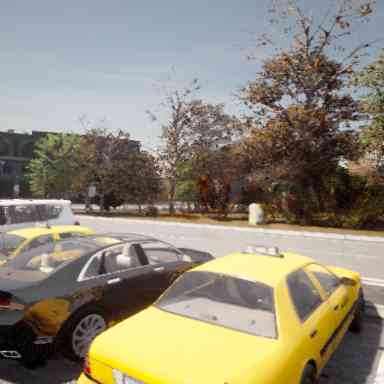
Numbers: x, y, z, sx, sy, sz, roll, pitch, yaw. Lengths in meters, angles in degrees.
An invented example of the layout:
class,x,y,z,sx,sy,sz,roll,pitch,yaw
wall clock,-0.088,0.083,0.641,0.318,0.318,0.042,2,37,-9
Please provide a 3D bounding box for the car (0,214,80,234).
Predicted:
class,x,y,z,sx,sy,sz,roll,pitch,yaw
car,-3.652,1.493,7.523,1.946,1.575,5.366,0,0,35

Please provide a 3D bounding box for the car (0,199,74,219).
class,x,y,z,sx,sy,sz,roll,pitch,yaw
car,-5.822,1.250,9.264,2.435,2.045,5.566,0,0,35

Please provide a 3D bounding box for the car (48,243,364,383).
class,x,y,z,sx,sy,sz,roll,pitch,yaw
car,1.084,1.481,4.602,1.946,1.575,5.366,0,0,35

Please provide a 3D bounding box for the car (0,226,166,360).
class,x,y,z,sx,sy,sz,roll,pitch,yaw
car,-1.288,1.491,6.057,2.231,1.521,4.892,0,0,35
